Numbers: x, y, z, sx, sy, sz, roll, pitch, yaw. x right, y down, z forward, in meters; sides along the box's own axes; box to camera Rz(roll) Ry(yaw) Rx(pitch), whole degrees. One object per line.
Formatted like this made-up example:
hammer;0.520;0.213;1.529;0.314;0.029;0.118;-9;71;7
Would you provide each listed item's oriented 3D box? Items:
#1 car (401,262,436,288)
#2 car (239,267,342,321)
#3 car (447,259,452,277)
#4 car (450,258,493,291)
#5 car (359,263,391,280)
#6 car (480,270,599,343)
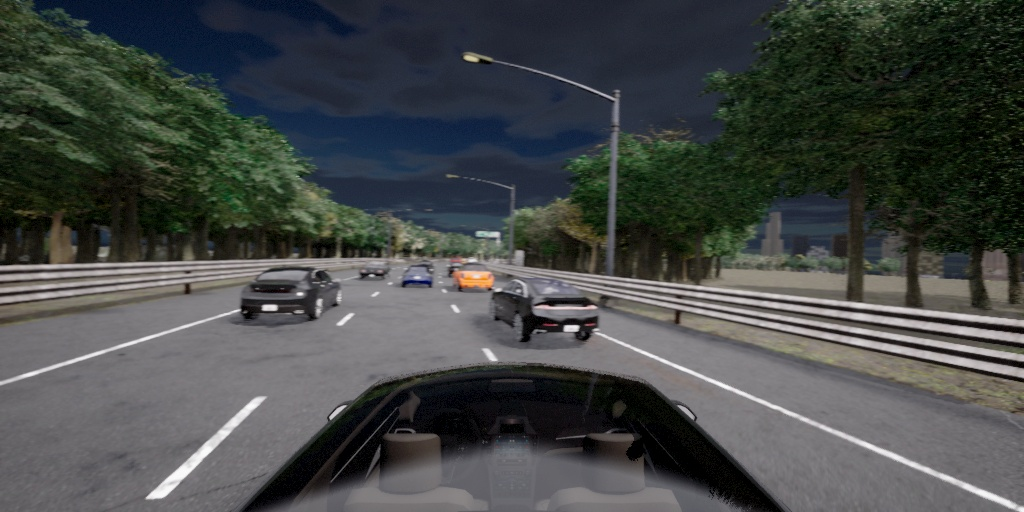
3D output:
car;-6.306;1.304;24.124;1.994;1.385;4.181;2;-1;-13
car;-6.827;1.091;11.557;1.837;1.490;4.892;2;-1;-15
car;-5.597;1.378;37.000;1.882;1.535;5.008;2;-1;-11
car;-2.546;1.228;22.872;2.097;1.767;4.553;2;-1;-13
car;-11.055;1.205;29.304;1.895;1.301;4.718;2;-1;-12
car;0.662;1.359;10.140;2.128;1.511;4.902;2;-1;-15
